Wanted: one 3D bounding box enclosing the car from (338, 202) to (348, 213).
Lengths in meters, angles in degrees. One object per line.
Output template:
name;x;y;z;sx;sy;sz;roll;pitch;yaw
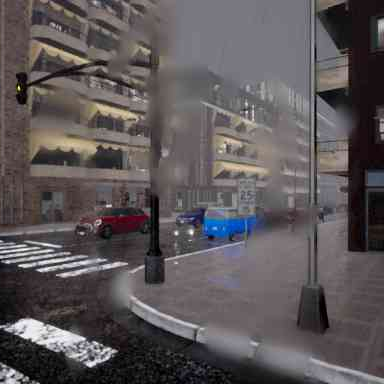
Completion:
car;25.971;2.723;56.754;1.837;1.490;4.892;0;-1;36

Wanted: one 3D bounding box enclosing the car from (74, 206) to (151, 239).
car;-4.511;1.639;19.385;2.097;1.767;4.553;0;-1;35

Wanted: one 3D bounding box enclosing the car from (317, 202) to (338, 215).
car;18.026;2.445;45.582;2.128;1.511;4.902;0;-1;35

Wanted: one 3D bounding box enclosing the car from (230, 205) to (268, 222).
car;5.953;2.140;34.124;1.837;1.490;4.892;0;-1;36

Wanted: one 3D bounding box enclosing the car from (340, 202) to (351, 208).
car;40.159;3.375;86.706;1.752;1.417;4.829;-1;-2;35

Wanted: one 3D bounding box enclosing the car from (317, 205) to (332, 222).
car;11.763;2.233;32.396;2.008;1.369;4.403;-1;-2;35

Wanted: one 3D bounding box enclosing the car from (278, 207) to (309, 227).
car;8.552;2.157;27.881;1.802;1.307;4.206;-1;-2;35

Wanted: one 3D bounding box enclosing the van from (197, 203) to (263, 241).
van;2.267;1.703;18.762;1.690;1.788;3.998;-1;-2;35

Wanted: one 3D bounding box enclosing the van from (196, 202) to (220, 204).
van;1.719;1.903;32.684;1.690;1.788;3.998;-1;-2;35

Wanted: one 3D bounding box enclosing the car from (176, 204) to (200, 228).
car;0.629;1.984;26.648;1.812;1.442;4.674;0;-1;36

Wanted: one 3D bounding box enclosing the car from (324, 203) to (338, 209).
car;30.622;3.064;73.301;1.887;1.381;4.507;-1;-2;35

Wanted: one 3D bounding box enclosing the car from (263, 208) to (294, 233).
car;5.341;2.035;23.368;1.947;1.339;4.313;-1;-2;35
